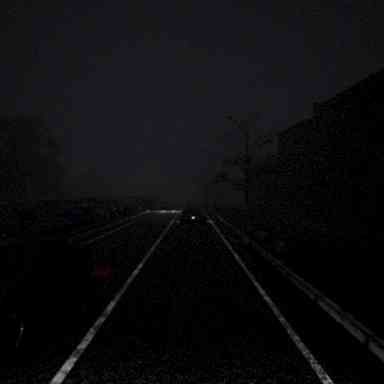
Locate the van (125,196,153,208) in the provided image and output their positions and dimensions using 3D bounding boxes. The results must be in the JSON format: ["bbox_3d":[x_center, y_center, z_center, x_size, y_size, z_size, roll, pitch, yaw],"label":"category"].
[{"bbox_3d":[-9.091,1.755,57.448,4.442,1.987,1.878,0,0,0],"label":"van"}]

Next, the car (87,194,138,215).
[{"bbox_3d":[-8.905,1.527,35.025,5.566,2.045,2.435,0,-1,0],"label":"car"}]

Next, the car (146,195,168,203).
[{"bbox_3d":[-8.998,1.817,85.491,5.566,2.045,2.435,0,0,0],"label":"car"}]

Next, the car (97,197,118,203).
[{"bbox_3d":[-22.139,2.101,87.372,4.792,1.488,2.163,0,0,0],"label":"car"}]

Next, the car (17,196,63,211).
[{"bbox_3d":[-22.067,1.650,48.509,5.566,2.045,2.435,0,-1,0],"label":"car"}]

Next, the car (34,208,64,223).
[{"bbox_3d":[-8.868,1.630,15.401,4.792,1.488,2.163,0,-1,0],"label":"car"}]

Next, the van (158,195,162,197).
[{"bbox_3d":[-9.112,1.816,68.669,4.442,1.987,1.878,0,0,0],"label":"van"}]

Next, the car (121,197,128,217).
[{"bbox_3d":[-8.897,1.627,32.221,4.553,1.767,2.185,0,-1,0],"label":"car"}]

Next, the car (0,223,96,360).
[{"bbox_3d":[-3.353,1.597,6.269,2.033,1.411,5.357,0,0,0],"label":"car"}]

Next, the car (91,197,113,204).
[{"bbox_3d":[-22.105,2.064,81.821,5.008,1.535,2.097,0,0,0],"label":"car"}]

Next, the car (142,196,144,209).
[{"bbox_3d":[-8.980,1.729,43.434,4.553,1.767,2.185,0,-1,0],"label":"car"}]

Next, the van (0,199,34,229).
[{"bbox_3d":[-8.775,1.349,12.600,4.442,1.987,1.878,0,-1,0],"label":"van"}]

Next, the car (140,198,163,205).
[{"bbox_3d":[-9.001,2.055,74.277,5.008,1.535,2.097,0,0,0],"label":"car"}]

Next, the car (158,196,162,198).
[{"bbox_3d":[-9.020,2.063,65.865,4.792,1.488,2.163,0,0,0],"label":"car"}]

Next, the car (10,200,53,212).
[{"bbox_3d":[-22.004,1.906,45.731,4.792,1.488,2.163,0,-1,0],"label":"car"}]

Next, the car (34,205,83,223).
[{"bbox_3d":[-8.873,1.656,18.204,4.792,1.488,2.163,0,-1,0],"label":"car"}]

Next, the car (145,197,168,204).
[{"bbox_3d":[-8.836,2.062,82.688,5.366,1.575,1.946,0,0,0],"label":"car"}]

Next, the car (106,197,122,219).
[{"bbox_3d":[-8.892,1.602,29.418,4.553,1.767,2.185,0,-1,0],"label":"car"}]

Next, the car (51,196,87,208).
[{"bbox_3d":[-22.030,1.745,59.612,5.566,2.045,2.435,0,0,0],"label":"car"}]

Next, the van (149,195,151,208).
[{"bbox_3d":[-9.081,1.705,51.844,4.442,1.987,1.878,0,-1,0],"label":"van"}]

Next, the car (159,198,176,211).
[{"bbox_3d":[-3.353,1.937,48.433,1.812,1.442,4.674,0,-1,0],"label":"car"}]

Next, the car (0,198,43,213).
[{"bbox_3d":[-22.059,1.725,42.955,4.553,1.767,2.185,0,-1,0],"label":"car"}]

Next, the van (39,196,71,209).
[{"bbox_3d":[-22.165,1.726,54.059,4.442,1.987,1.878,0,-1,0],"label":"van"}]

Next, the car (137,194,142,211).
[{"bbox_3d":[-8.910,1.552,37.828,5.566,2.045,2.435,0,-1,0],"label":"car"}]

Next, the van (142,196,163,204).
[{"bbox_3d":[-9.128,1.832,77.081,4.442,1.987,1.878,0,0,0],"label":"van"}]

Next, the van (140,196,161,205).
[{"bbox_3d":[-8.884,1.824,71.471,4.442,1.987,1.878,0,0,0],"label":"van"}]

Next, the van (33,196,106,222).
[{"bbox_3d":[-8.796,1.451,23.813,4.442,1.987,1.878,0,-1,0],"label":"van"}]

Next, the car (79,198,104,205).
[{"bbox_3d":[-22.078,2.056,73.495,4.892,1.521,2.231,0,0,0],"label":"car"}]

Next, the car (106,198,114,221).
[{"bbox_3d":[-8.949,1.577,26.615,4.553,1.767,2.185,0,-1,0],"label":"car"}]

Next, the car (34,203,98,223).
[{"bbox_3d":[-8.902,1.651,21.007,5.008,1.535,2.097,0,-1,0],"label":"car"}]

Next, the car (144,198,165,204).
[{"bbox_3d":[-9.019,2.101,79.884,4.674,1.452,2.002,0,0,0],"label":"car"}]

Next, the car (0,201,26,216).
[{"bbox_3d":[-21.832,1.798,37.404,5.366,1.575,1.946,0,-1,0],"label":"car"}]

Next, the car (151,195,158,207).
[{"bbox_3d":[-8.942,1.705,54.648,5.566,2.045,2.435,0,-1,0],"label":"car"}]

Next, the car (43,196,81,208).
[{"bbox_3d":[-22.082,1.725,56.835,5.566,2.045,2.435,0,-1,0],"label":"car"}]

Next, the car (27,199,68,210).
[{"bbox_3d":[-22.229,1.923,51.282,5.366,1.575,1.946,0,-1,0],"label":"car"}]

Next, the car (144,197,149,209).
[{"bbox_3d":[-8.948,1.881,46.236,4.892,1.521,2.231,0,-1,0],"label":"car"}]

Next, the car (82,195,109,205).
[{"bbox_3d":[-22.060,1.807,76.270,5.566,2.045,2.435,0,0,0],"label":"car"}]

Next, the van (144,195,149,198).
[{"bbox_3d":[-9.076,1.679,49.041,4.442,1.987,1.878,0,-1,0],"label":"van"}]

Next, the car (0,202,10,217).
[{"bbox_3d":[-22.018,1.777,34.627,4.892,1.521,2.231,0,-1,0],"label":"car"}]

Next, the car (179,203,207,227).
[{"bbox_3d":[0.088,1.778,25.060,1.994,1.385,4.181,0,0,0],"label":"car"}]
